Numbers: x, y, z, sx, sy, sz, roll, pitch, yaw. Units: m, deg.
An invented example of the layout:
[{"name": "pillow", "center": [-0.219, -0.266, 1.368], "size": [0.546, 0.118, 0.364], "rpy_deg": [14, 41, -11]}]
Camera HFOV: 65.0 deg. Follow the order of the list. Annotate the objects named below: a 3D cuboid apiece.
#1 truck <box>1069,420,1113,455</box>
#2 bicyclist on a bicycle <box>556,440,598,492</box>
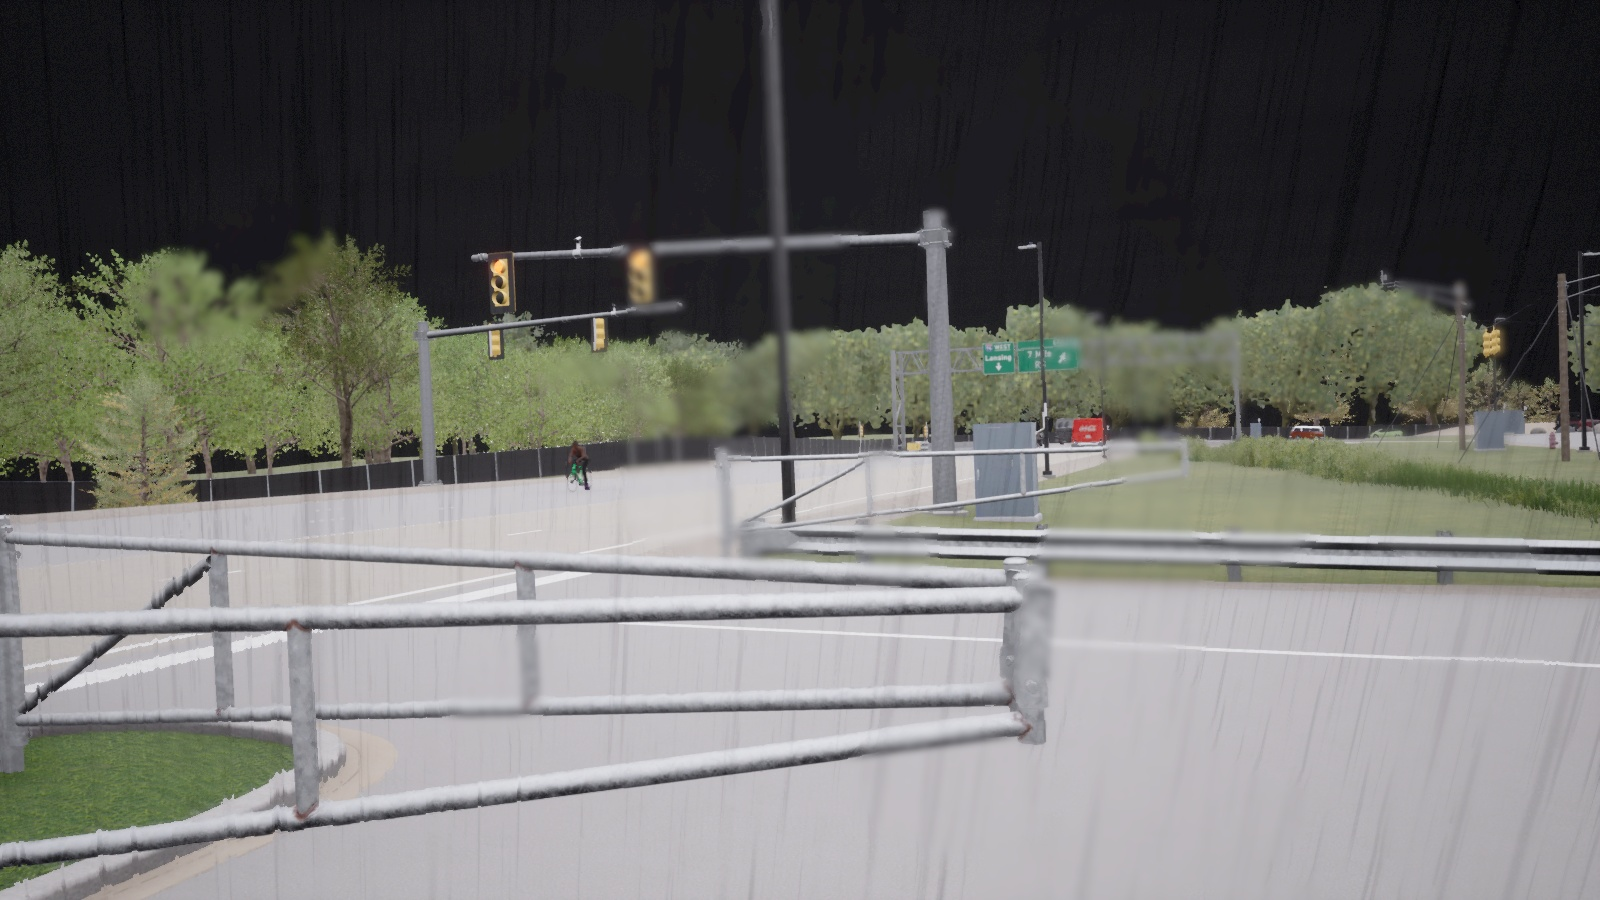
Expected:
[{"name": "truck", "center": [21.915, -0.958, 94.412], "size": [2.627, 2.467, 5.204], "rpy_deg": [-1, 0, 18]}, {"name": "bicyclist on a bicycle", "center": [-7.138, 0.491, 40.285], "size": [0.582, 1.620, 1.656], "rpy_deg": [-1, 1, 18]}]
